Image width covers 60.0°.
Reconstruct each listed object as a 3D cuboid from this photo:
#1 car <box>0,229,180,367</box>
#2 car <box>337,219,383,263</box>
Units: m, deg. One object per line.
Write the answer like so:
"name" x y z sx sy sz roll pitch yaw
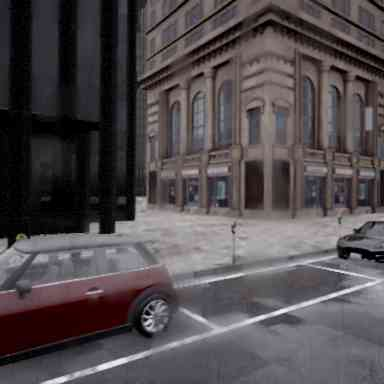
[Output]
"car" -2.283 1.444 5.016 4.097 1.590 1.967 0 0 -36
"car" 6.835 1.618 11.526 4.313 1.339 1.947 0 0 -36
